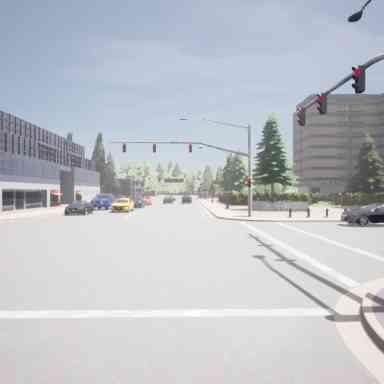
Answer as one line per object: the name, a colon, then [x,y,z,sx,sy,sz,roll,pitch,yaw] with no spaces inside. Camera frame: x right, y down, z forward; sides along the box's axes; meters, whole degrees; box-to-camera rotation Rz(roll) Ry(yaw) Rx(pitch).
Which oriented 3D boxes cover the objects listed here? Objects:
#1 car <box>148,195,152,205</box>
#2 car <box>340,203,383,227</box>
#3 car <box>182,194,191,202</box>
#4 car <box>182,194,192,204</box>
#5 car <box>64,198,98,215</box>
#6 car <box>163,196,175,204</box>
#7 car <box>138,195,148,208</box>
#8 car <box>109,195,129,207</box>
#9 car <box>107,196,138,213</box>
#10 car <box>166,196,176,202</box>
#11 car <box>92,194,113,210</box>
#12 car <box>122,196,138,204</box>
car: [-8.065,1.352,57.155,2.097,1.767,4.553,0,0,-1]
car: [12.497,1.492,22.183,4.902,1.511,2.128,0,0,-1]
car: [-1.232,1.355,74.964,2.097,1.767,4.553,0,0,-1]
car: [-0.993,1.505,64.899,1.837,1.490,4.892,0,0,-1]
car: [-11.251,1.564,33.411,1.994,1.385,4.181,0,0,-1]
car: [-4.590,1.547,64.574,2.033,1.411,5.357,0,0,-1]
car: [-7.941,1.352,47.040,2.097,1.767,4.553,0,0,-1]
car: [-11.512,1.352,52.664,2.097,1.767,4.553,0,0,-1]
car: [-7.816,1.478,37.804,1.882,1.535,5.008,0,0,-1]
car: [-4.738,1.509,75.209,1.895,1.301,4.718,0,0,-1]
car: [-11.386,1.221,42.764,2.150,2.045,5.566,0,0,-1]
car: [-11.611,1.491,62.922,2.128,1.511,4.902,0,0,0]
